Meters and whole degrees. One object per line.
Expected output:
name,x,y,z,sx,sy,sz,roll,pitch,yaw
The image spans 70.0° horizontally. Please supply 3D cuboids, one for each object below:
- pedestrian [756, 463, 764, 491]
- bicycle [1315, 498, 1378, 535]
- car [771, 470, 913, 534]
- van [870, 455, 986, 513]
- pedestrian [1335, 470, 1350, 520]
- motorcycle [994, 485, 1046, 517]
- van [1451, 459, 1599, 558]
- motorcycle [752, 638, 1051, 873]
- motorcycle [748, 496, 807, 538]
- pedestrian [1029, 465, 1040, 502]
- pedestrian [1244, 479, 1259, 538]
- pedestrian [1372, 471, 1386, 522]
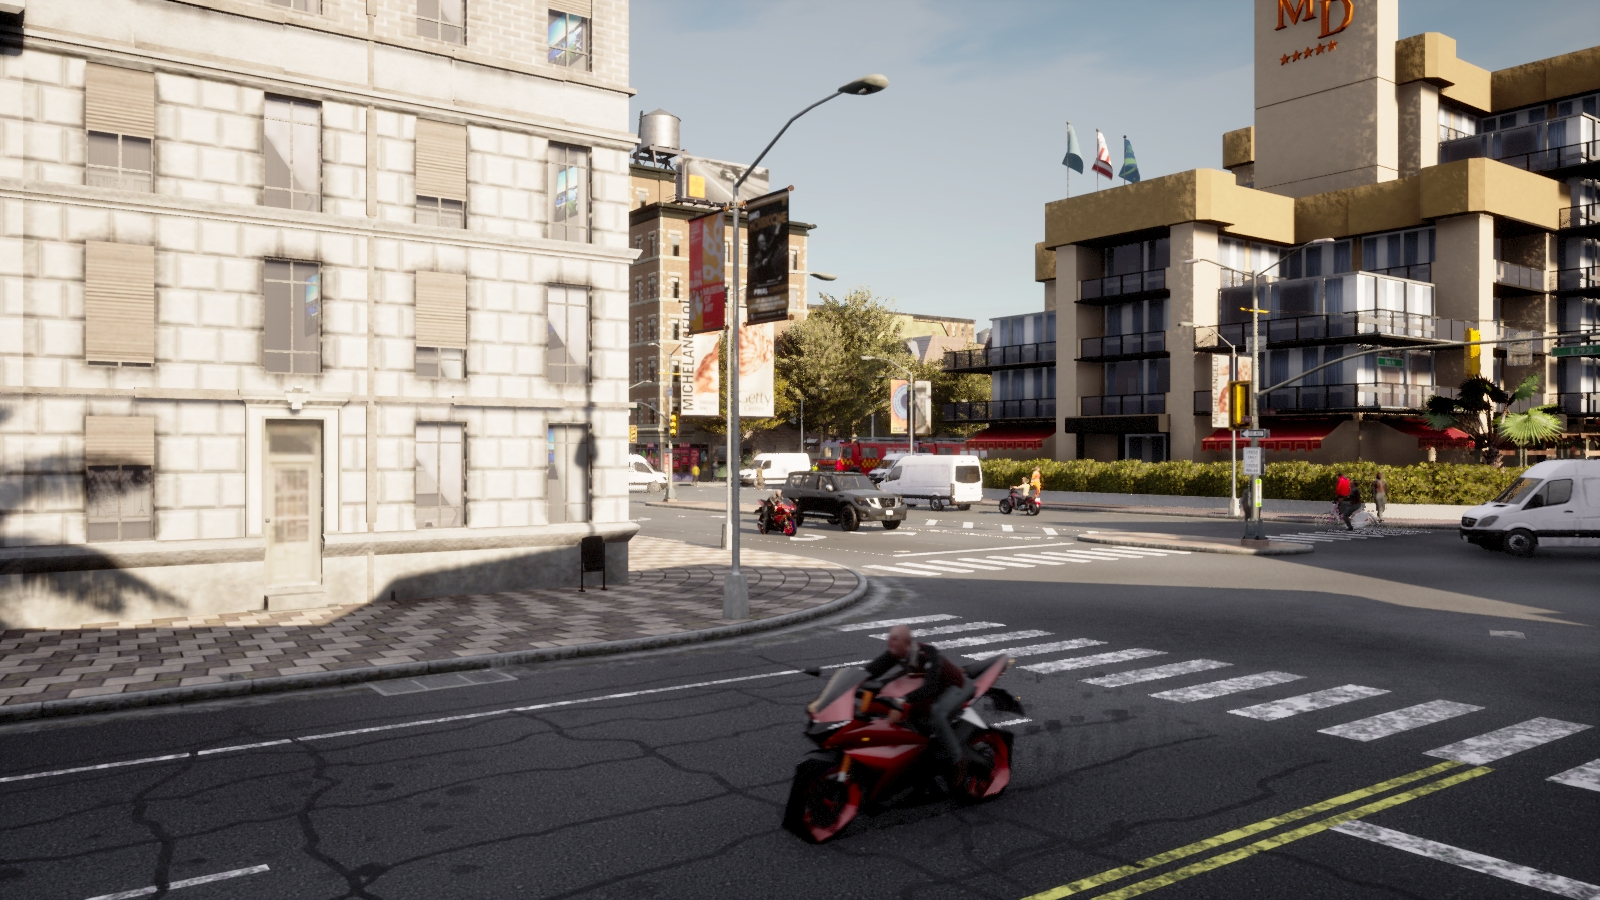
pedestrian,-2.744,1.849,78.055,0.375,1.860,0.375,0,0,-39
bicycle,18.209,2.210,38.099,1.835,1.171,0.329,0,-1,39
car,1.410,1.779,41.176,2.150,2.045,5.566,0,0,-35
van,5.947,1.534,54.072,1.988,2.561,5.915,0,0,-36
pedestrian,20.447,1.696,43.047,0.375,1.860,0.375,0,0,-22
motorcycle,9.406,2.170,48.968,0.764,1.277,2.356,0,0,-34
van,21.060,1.534,30.647,5.915,2.561,1.988,0,0,11
motorcycle,0.803,2.205,8.628,2.209,1.251,0.867,0,0,-35
motorcycle,-0.756,2.205,37.717,0.867,1.251,2.209,0,0,-36
pedestrian,11.906,1.697,57.932,0.375,1.860,0.375,0,0,-39
pedestrian,14.339,1.848,36.320,0.375,1.860,0.375,0,0,33
pedestrian,21.316,1.696,42.050,0.375,1.860,0.375,0,0,10
